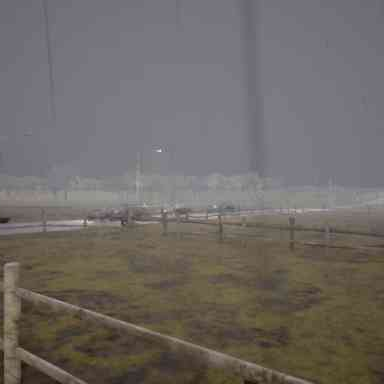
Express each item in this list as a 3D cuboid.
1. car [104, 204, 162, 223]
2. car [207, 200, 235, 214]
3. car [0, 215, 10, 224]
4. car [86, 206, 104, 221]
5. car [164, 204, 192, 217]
[{"bbox_3d":[-5.325,1.839,30.338,2.097,1.767,4.553,1,-1,35],"label":"car"},{"bbox_3d":[4.313,2.178,49.046,2.150,2.045,5.566,1,-1,35],"label":"car"},{"bbox_3d":[-14.842,1.780,21.936,1.895,1.301,4.718,1,-1,35],"label":"car"},{"bbox_3d":[-8.063,1.993,31.566,1.994,1.385,4.181,1,-1,35],"label":"car"},{"bbox_3d":[-1.882,2.172,40.323,2.128,1.511,4.902,1,-1,35],"label":"car"}]
